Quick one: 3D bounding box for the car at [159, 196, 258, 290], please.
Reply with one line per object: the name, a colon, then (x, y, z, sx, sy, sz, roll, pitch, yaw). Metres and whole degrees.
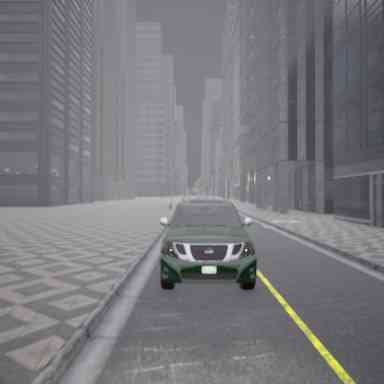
car: (0.375, 1.239, 9.525, 2.150, 2.045, 5.566, 0, 0, 1)

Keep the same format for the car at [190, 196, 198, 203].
car: (0.447, 1.662, 74.677, 1.812, 1.442, 4.674, 0, 0, 0)
